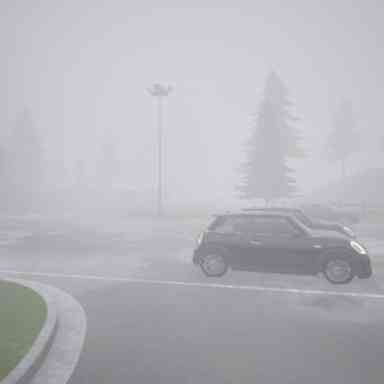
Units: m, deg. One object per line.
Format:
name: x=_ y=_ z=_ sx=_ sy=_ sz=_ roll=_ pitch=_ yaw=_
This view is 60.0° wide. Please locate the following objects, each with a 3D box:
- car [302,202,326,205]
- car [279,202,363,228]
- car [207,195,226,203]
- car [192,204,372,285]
car: x=3.698 y=1.341 z=12.525 sx=4.553 sy=1.767 sz=2.097 roll=0 pitch=0 yaw=13
car: x=8.413 y=1.458 z=22.194 sx=5.008 sy=1.535 sz=1.882 roll=0 pitch=0 yaw=13
car: x=5.147 y=1.449 z=69.533 sx=2.128 sy=1.511 sz=4.902 roll=0 pitch=0 yaw=-33
car: x=2.370 y=1.344 z=9.245 sx=4.553 sy=1.767 sz=2.097 roll=0 pitch=0 yaw=13
